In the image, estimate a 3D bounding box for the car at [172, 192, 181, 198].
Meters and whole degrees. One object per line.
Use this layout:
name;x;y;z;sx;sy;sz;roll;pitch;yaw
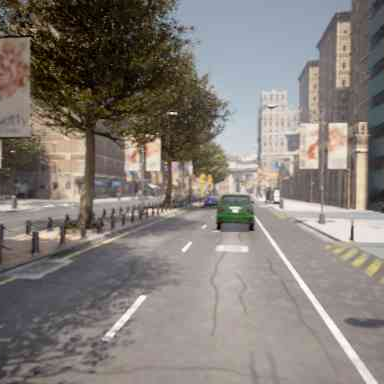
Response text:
car;-3.821;0.800;86.685;1.882;1.535;5.008;1;0;8

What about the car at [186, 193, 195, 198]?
car;-0.352;0.918;86.227;2.033;1.411;5.357;1;0;8

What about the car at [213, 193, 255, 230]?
car;2.688;1.112;20.696;2.150;2.045;5.566;1;0;7

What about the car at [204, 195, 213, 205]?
car;2.887;1.218;49.006;1.812;1.442;4.674;1;0;7
